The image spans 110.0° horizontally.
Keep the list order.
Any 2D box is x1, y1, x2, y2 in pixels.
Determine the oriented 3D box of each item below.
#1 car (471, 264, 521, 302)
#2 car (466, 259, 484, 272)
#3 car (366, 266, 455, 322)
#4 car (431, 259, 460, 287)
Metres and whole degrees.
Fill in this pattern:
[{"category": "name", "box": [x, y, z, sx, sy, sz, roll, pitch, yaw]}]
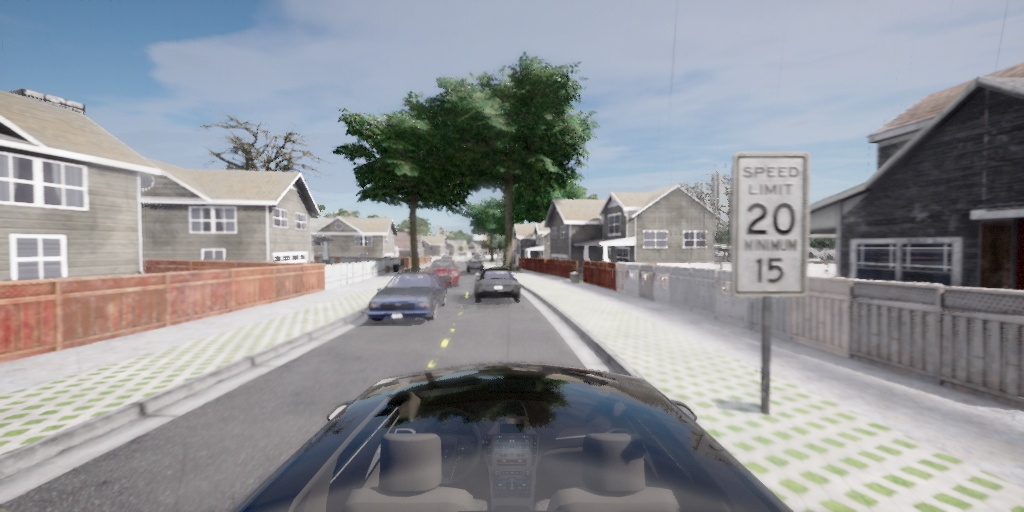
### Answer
[{"category": "car", "box": [-0.740, 1.239, 16.549, 1.994, 1.385, 4.181, 0, 0, -5]}, {"category": "car", "box": [-4.269, 1.044, 41.581, 2.128, 1.511, 4.902, 0, 0, -8]}, {"category": "car", "box": [-3.353, 1.256, 12.493, 2.033, 1.411, 5.357, 0, 0, -5]}, {"category": "car", "box": [-4.428, 1.009, 23.112, 2.097, 1.767, 4.553, 0, 0, -8]}]
